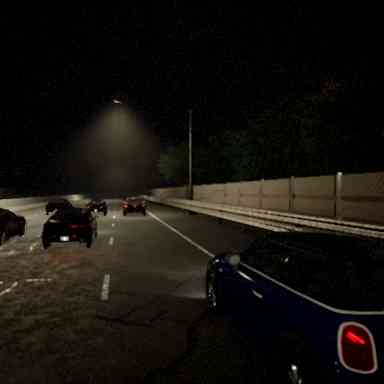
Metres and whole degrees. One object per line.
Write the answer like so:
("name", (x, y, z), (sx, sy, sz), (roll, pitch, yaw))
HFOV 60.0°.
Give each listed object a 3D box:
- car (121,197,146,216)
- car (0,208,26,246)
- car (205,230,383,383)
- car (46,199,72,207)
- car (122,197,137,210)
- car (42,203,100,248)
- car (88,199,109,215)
("car", (-5.668, 1.293, 32.333), (2.097, 1.767, 4.553), (0, 0, -12))
("car", (-8.859, 1.423, 14.720), (1.882, 1.535, 5.008), (0, 0, -13))
("car", (1.672, 1.347, 4.926), (2.097, 1.767, 4.553), (0, 0, -13))
("car", (-12.801, 1.398, 32.242), (1.882, 1.535, 5.008), (0, 0, -13))
("car", (-8.288, 1.414, 43.795), (1.882, 1.535, 5.008), (0, 0, -12))
("car", (-5.271, 1.462, 14.712), (1.837, 1.490, 4.892), (0, 0, -13))
("car", (-9.301, 1.434, 32.626), (1.837, 1.490, 4.892), (0, 0, -13))
